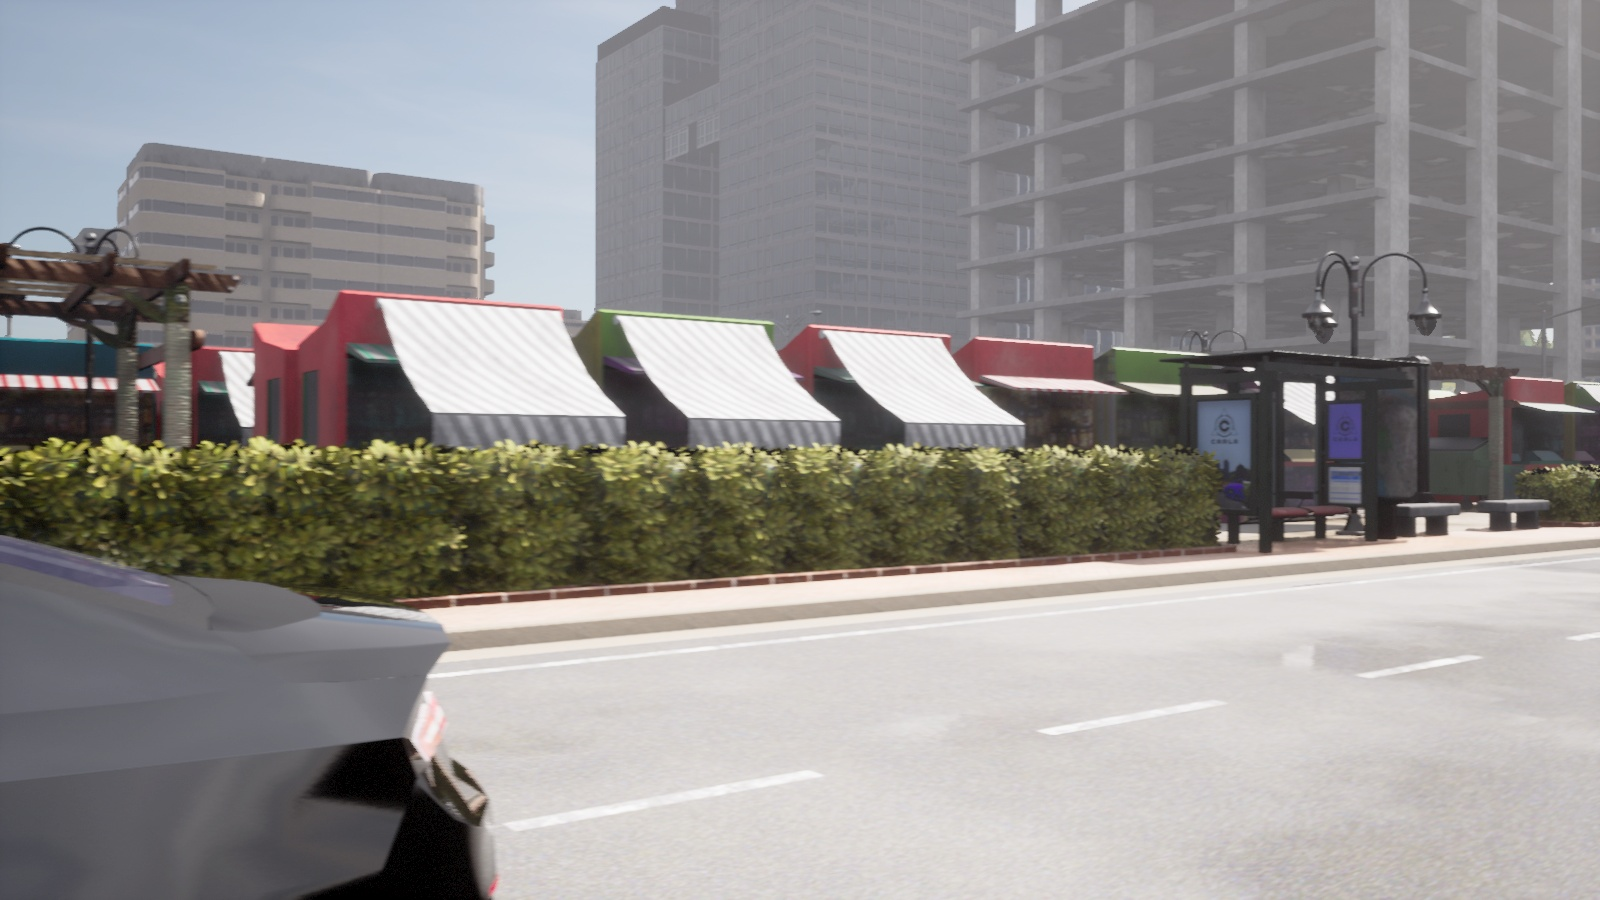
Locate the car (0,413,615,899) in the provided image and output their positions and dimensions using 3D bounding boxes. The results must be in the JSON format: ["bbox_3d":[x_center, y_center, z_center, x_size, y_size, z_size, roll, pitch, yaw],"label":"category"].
[{"bbox_3d":[-2.935,0.711,1.616,4.902,1.511,2.128,0,0,-35],"label":"car"}]
